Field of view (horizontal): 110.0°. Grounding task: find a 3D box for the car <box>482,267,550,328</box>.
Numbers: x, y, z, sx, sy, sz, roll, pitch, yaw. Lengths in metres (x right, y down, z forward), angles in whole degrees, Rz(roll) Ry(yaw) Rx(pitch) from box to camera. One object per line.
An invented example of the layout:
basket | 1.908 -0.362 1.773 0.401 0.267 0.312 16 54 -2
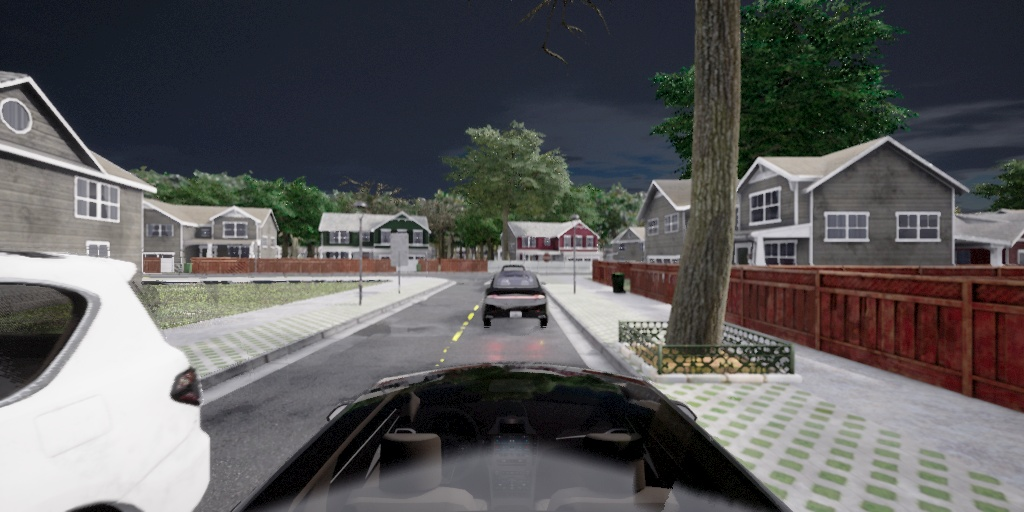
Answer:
car | 0.096 1.258 11.456 2.128 1.511 4.902 0 0 0

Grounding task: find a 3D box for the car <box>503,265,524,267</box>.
car | 0.091 1.287 22.045 1.837 1.490 4.892 0 0 0
